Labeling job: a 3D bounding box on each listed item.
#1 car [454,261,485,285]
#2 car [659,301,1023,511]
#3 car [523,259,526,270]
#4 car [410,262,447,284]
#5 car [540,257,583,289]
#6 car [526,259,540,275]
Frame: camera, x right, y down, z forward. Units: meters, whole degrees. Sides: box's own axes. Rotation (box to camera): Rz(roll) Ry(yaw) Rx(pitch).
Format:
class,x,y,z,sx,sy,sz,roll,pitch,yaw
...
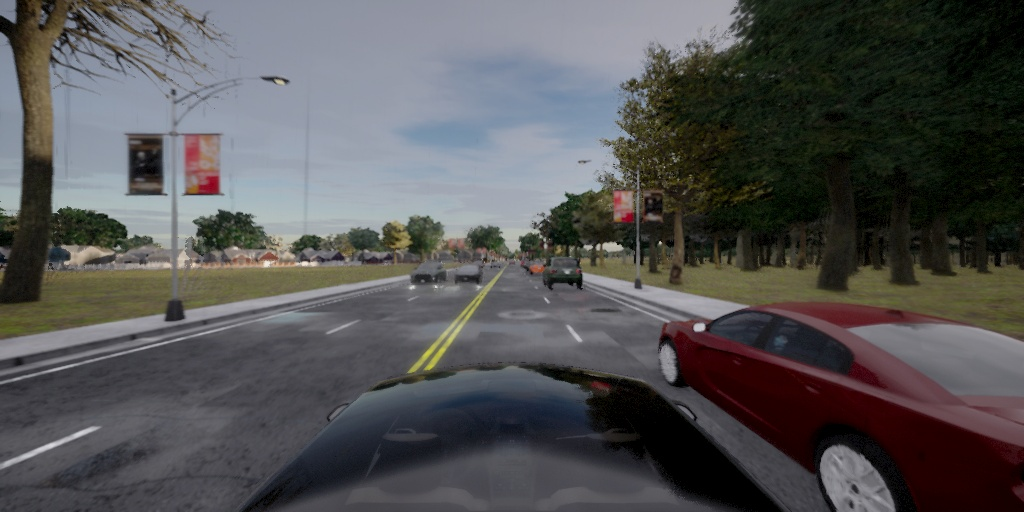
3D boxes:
class,x,y,z,sx,sy,sz,roll,pitch,yaw
car,-3.332,1.393,28.374,1.882,1.535,5.008,0,0,0
car,3.351,1.239,3.963,1.882,1.535,5.008,0,0,0
car,3.277,1.496,55.749,2.097,1.767,4.553,0,0,0
car,-6.581,1.270,28.688,2.097,1.767,4.553,0,0,0
car,3.362,1.107,24.379,2.150,2.045,5.566,0,0,0
car,3.272,1.401,44.748,2.097,1.767,4.553,0,0,0
